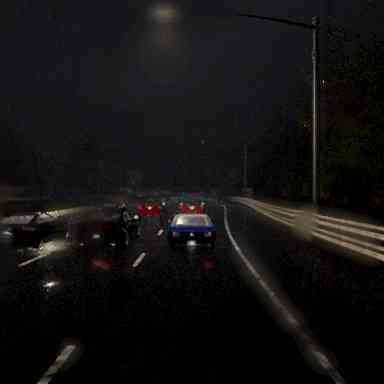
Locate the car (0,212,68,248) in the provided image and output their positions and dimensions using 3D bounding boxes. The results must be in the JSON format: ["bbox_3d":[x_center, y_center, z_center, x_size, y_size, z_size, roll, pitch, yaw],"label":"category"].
[{"bbox_3d":[-7.000,1.572,14.651,1.994,1.385,4.181,0,0,0],"label":"car"}]

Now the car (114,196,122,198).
[{"bbox_3d":[-17.500,1.598,78.868,2.033,1.411,5.357,0,0,0],"label":"car"}]

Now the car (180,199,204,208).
[{"bbox_3d":[0.000,1.375,29.621,2.097,1.767,4.553,0,0,0],"label":"car"}]

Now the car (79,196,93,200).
[{"bbox_3d":[-24.500,1.654,78.838,1.895,1.301,4.718,0,0,0],"label":"car"}]

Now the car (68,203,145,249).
[{"bbox_3d":[-3.500,1.485,14.651,1.882,1.535,5.008,0,0,0],"label":"car"}]

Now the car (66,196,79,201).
[{"bbox_3d":[-28.000,1.598,78.868,2.033,1.411,5.357,0,0,0],"label":"car"}]

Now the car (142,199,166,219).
[{"bbox_3d":[-3.500,1.375,29.621,2.097,1.767,4.553,0,0,0],"label":"car"}]

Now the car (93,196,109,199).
[{"bbox_3d":[-21.000,1.584,78.869,2.128,1.511,4.902,0,0,0],"label":"car"}]

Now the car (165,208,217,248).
[{"bbox_3d":[0.000,1.616,14.681,1.895,1.301,4.718,0,0,0],"label":"car"}]
